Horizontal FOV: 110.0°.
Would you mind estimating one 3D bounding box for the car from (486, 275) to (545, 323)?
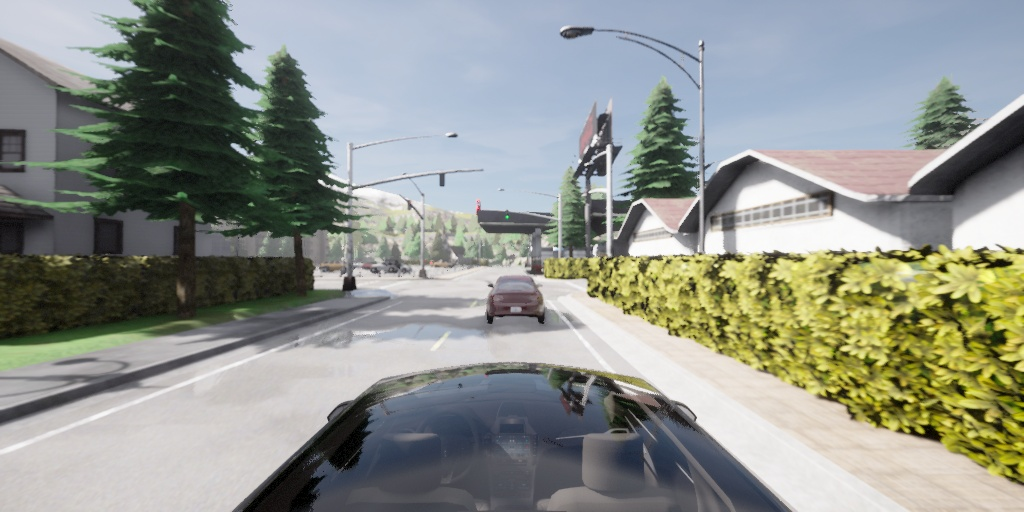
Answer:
[{"bbox_3d":[0.118,1.405,12.640,1.812,1.442,4.674,0,-1,0],"label":"car"}]
